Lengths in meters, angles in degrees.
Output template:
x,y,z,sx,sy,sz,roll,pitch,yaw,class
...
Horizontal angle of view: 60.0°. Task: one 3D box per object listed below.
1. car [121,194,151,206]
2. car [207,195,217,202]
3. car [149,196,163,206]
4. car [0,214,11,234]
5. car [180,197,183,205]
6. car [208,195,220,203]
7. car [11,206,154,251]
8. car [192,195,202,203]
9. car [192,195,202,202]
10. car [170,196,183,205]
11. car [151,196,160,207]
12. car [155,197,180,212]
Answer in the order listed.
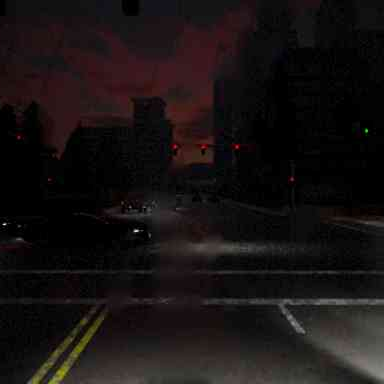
x,y,z,sx,sy,sz,roll,pitch,yaw,class
-6.360,1.206,37.092,2.150,2.045,5.566,0,0,1,car
4.627,1.446,77.141,1.882,1.535,5.008,0,0,1,car
-6.153,1.481,57.032,1.837,1.490,4.892,0,0,0,car
-11.228,1.499,16.981,4.892,1.490,1.837,0,0,1,car
-2.751,1.544,48.002,1.994,1.385,4.181,0,0,1,car
4.636,1.519,67.319,2.033,1.411,5.357,0,0,1,car
-4.174,1.486,13.416,4.902,1.511,2.128,0,0,1,car
1.033,1.324,67.436,2.097,1.767,4.553,0,0,1,car
1.121,1.491,76.500,2.128,1.511,4.902,0,0,1,car
-2.635,1.523,58.326,2.033,1.411,5.357,0,0,1,car
-6.262,1.472,46.973,2.128,1.511,4.902,0,0,1,car
-2.839,1.585,39.200,1.895,1.301,4.718,0,0,1,car
